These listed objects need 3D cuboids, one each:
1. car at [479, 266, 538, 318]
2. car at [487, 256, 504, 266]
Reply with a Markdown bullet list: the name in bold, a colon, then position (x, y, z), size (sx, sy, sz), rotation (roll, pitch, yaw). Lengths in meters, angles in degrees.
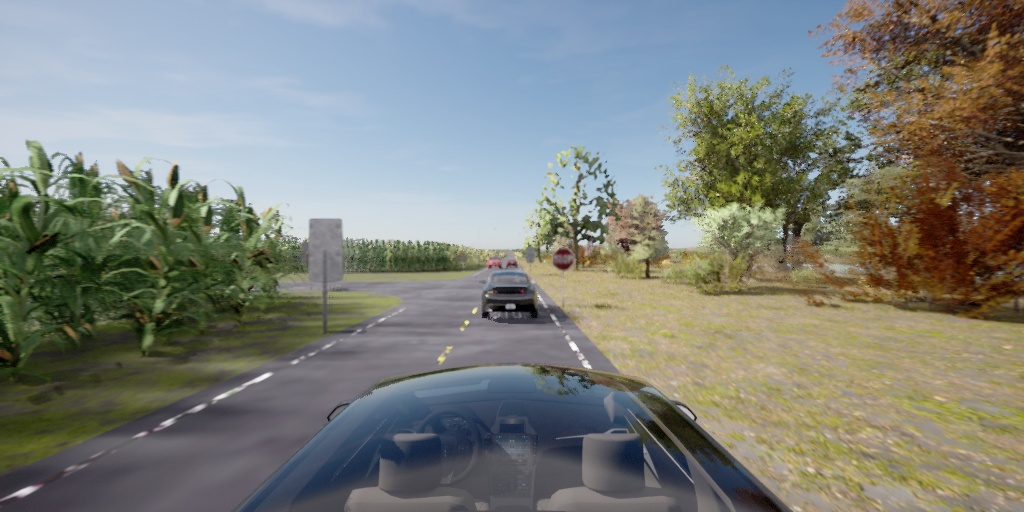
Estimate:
- **car**: position (-0.139, 1.289, 13.233), size (1.837, 1.490, 4.892), rotation (0, 0, -2)
- **car**: position (-2.816, 1.095, 59.031), size (2.150, 2.045, 5.566), rotation (0, 0, 1)
